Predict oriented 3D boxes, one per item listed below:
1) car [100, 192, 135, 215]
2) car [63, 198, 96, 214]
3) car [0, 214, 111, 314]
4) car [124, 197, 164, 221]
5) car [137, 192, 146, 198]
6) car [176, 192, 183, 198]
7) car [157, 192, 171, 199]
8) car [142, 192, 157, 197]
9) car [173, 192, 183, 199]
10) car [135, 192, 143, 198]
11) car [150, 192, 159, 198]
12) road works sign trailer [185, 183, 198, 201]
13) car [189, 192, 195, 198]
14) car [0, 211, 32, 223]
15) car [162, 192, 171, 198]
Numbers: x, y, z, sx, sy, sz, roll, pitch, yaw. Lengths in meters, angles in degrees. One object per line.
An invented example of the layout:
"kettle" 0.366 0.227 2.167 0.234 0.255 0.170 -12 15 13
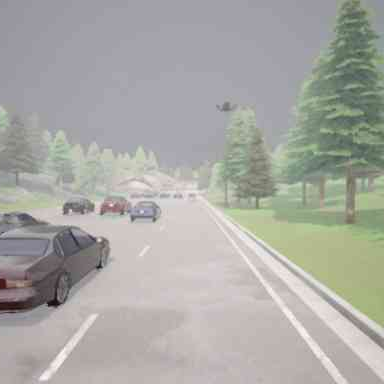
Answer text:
"car" -6.896 1.143 30.596 2.097 1.767 4.553 0 0 0
"car" -10.395 1.296 30.877 1.837 1.490 4.892 0 1 0
"car" -3.400 1.494 7.803 2.033 1.411 5.357 0 0 0
"car" -3.397 1.377 24.990 2.033 1.411 5.357 0 0 0
"car" -13.989 0.803 92.608 1.812 1.442 4.674 0 0 0
"car" -3.489 0.754 93.024 1.882 1.535 5.008 0 0 0
"car" -6.990 0.934 82.191 1.837 1.490 4.892 0 0 0
"car" -10.490 0.906 83.024 1.882 1.535 5.008 0 0 0
"car" -3.490 0.783 82.993 2.097 1.767 4.553 0 0 0
"car" -13.990 0.783 82.994 2.097 1.767 4.553 0 0 0
"car" -10.489 0.777 93.025 1.837 1.490 4.892 0 0 0
"road works sign trailer" 0.008 0.020 65.327 2.380 3.560 2.880 0 0 0
"car" 0.011 0.819 92.607 2.033 1.411 5.357 0 0 0
"car" -6.906 1.440 12.474 1.812 1.442 4.674 0 1 0
"car" -6.989 0.819 92.608 2.033 1.411 5.357 0 0 0
